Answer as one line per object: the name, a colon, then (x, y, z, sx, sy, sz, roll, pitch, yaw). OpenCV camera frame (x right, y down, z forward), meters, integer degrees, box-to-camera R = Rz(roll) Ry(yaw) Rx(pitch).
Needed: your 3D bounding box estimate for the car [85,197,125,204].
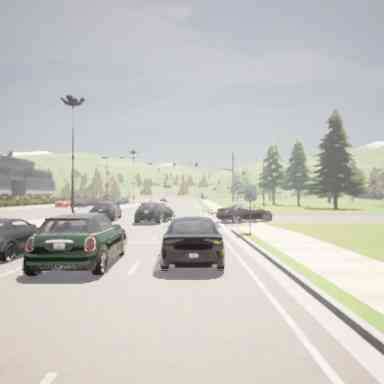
car: (-7.598, 1.613, 29.661, 2.097, 1.767, 4.553, 0, -1, -2)

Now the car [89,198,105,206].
car: (-19.799, 2.088, 69.292, 1.882, 1.535, 5.008, 0, -1, 0)

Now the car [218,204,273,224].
car: (4.375, 1.733, 27.298, 4.902, 1.511, 2.128, 0, -2, -26)

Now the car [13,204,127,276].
car: (-3.491, 1.449, 10.792, 2.097, 1.767, 4.553, 0, 0, -1)

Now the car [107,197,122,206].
car: (-16.300, 1.973, 70.128, 2.097, 1.767, 4.553, 0, -1, 0)

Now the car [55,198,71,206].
car: (-23.298, 1.887, 60.697, 2.097, 1.767, 4.553, 0, -1, 0)

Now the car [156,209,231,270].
car: (-0.002, 1.579, 11.402, 1.882, 1.535, 5.008, 0, -1, -1)

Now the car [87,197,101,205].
car: (-23.301, 2.053, 79.186, 2.097, 1.767, 4.553, 0, -1, 0)

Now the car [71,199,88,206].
car: (-23.299, 2.161, 69.024, 1.994, 1.385, 4.181, 0, -1, 0)

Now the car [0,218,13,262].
car: (-7.019, 1.675, 12.531, 1.994, 1.385, 4.181, 0, -1, -1)

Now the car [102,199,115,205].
car: (-19.801, 2.294, 79.298, 1.895, 1.301, 4.718, 0, -1, 0)

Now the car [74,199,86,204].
car: (-19.798, 2.098, 60.537, 1.994, 1.385, 4.181, 0, -1, 0)

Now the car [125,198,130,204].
car: (-16.301, 2.231, 80.131, 2.128, 1.511, 4.902, 0, -1, 0)

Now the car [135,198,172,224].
car: (-2.920, 1.592, 27.235, 2.097, 1.767, 4.553, 0, 0, 15)
